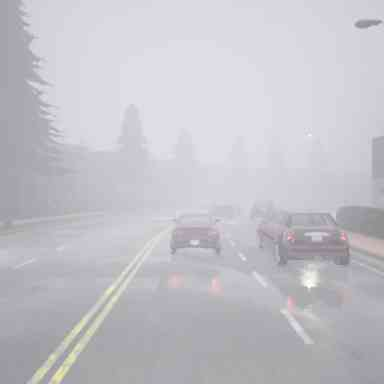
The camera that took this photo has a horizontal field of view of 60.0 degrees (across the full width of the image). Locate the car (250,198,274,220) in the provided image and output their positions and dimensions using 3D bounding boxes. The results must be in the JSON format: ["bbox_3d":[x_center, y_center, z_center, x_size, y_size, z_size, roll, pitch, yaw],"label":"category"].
[{"bbox_3d":[6.161,1.357,27.581,2.097,1.767,4.553,0,0,18],"label":"car"}]

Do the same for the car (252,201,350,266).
[{"bbox_3d":[3.638,1.354,11.679,2.097,1.767,4.553,0,0,1],"label":"car"}]

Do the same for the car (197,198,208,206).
[{"bbox_3d":[3.007,1.554,37.930,2.033,1.411,5.357,0,0,30],"label":"car"}]

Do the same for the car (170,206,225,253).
[{"bbox_3d":[0.177,1.528,13.533,1.812,1.442,4.674,0,0,2],"label":"car"}]

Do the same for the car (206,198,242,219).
[{"bbox_3d":[3.071,1.483,29.345,1.882,1.535,5.008,0,0,20],"label":"car"}]

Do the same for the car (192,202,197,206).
[{"bbox_3d":[1.842,1.533,42.420,1.812,1.442,4.674,0,0,35],"label":"car"}]

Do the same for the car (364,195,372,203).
[{"bbox_3d":[36.237,1.216,64.285,5.566,2.045,2.150,0,0,-10],"label":"car"}]
